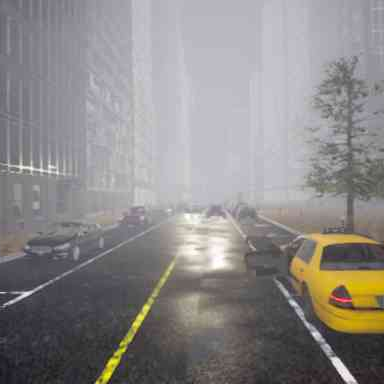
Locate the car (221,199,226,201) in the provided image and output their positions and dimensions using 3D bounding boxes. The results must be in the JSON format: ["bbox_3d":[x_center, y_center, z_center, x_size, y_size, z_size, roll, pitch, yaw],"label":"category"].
[{"bbox_3d":[3.226,2.086,45.461,1.994,1.385,4.181,-1,-1,4],"label":"car"}]

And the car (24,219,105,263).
[{"bbox_3d":[-4.712,1.768,12.870,2.008,1.369,4.403,0,-1,4],"label":"car"}]

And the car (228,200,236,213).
[{"bbox_3d":[5.157,1.808,34.999,1.967,1.590,4.097,0,-1,4],"label":"car"}]

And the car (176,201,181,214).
[{"bbox_3d":[-2.824,2.088,41.251,1.887,1.381,4.507,0,-1,4],"label":"car"}]

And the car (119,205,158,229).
[{"bbox_3d":[-3.957,1.787,24.225,1.967,1.590,4.097,0,-1,4],"label":"car"}]

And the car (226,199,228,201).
[{"bbox_3d":[5.914,2.082,46.350,1.802,1.307,4.206,0,-1,4],"label":"car"}]

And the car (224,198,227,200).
[{"bbox_3d":[6.292,2.117,52.026,2.008,1.369,4.403,0,-1,4],"label":"car"}]

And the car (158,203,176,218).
[{"bbox_3d":[-3.202,2.029,35.575,2.008,1.369,4.403,0,-1,4],"label":"car"}]

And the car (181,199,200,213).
[{"bbox_3d":[0.132,2.051,45.312,2.128,1.511,4.902,-1,-1,4],"label":"car"}]

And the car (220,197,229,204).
[{"bbox_3d":[8.935,2.352,91.761,2.192,1.841,5.009,0,-1,4],"label":"car"}]

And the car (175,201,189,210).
[{"bbox_3d":[-1.690,2.287,58.280,1.887,1.381,4.507,0,-1,4],"label":"car"}]

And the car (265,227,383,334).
[{"bbox_3d":[2.952,1.508,7.089,1.801,1.575,5.366,-1,-1,4],"label":"car"}]

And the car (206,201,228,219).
[{"bbox_3d":[2.462,1.914,33.977,1.812,1.442,4.674,-1,-1,4],"label":"car"}]

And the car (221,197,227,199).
[{"bbox_3d":[7.425,2.332,69.053,1.947,1.339,4.313,0,-1,4],"label":"car"}]

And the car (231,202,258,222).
[{"bbox_3d":[4.781,1.854,29.322,2.008,1.369,4.403,0,-1,4],"label":"car"}]
